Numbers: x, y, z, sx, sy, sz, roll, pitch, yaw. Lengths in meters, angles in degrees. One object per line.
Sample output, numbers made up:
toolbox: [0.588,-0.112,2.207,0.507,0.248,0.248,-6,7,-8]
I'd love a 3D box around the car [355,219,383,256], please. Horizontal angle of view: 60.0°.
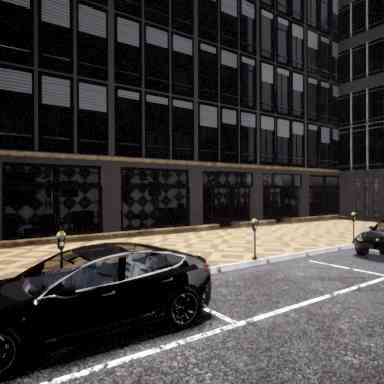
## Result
car: [7.657,1.564,11.993,4.313,1.339,1.947,0,0,-35]

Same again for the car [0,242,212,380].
car: [-1.632,1.566,5.395,4.313,1.339,1.947,0,0,-35]
